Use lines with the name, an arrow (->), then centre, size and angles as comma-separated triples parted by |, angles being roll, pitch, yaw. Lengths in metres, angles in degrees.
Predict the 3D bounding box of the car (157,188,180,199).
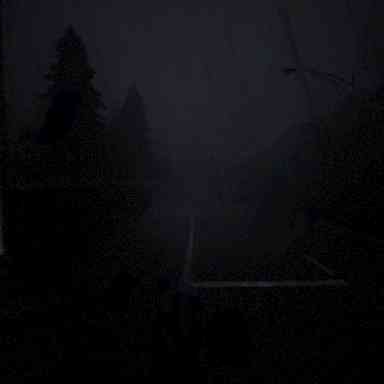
car -> -3.489, 0.231, 49.327 | 1.837, 1.490, 4.892 | -1, 1, -31
